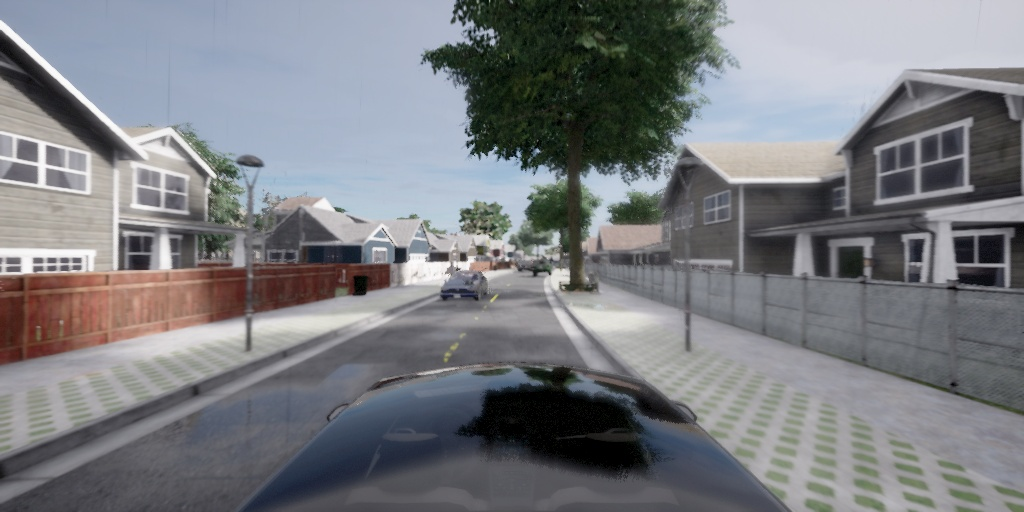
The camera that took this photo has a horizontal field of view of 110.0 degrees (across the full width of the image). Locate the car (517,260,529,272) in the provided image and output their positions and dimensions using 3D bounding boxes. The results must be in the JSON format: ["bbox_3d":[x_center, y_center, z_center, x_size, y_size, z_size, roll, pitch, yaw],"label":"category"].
[{"bbox_3d":[2.241,1.702,60.789,2.150,2.045,5.566,0,-1,8],"label":"car"}]

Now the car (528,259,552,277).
[{"bbox_3d":[3.729,1.418,44.486,2.150,2.045,5.566,-5,-1,7],"label":"car"}]

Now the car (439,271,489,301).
[{"bbox_3d":[-2.349,1.487,19.001,2.033,1.411,5.357,0,-1,3],"label":"car"}]
